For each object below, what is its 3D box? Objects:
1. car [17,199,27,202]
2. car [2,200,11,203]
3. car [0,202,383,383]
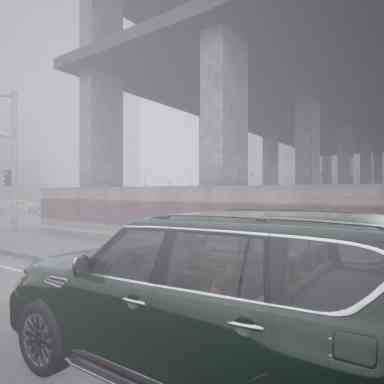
[{"bbox_3d":[-14.274,1.547,33.391,2.128,1.511,4.902,0,0,36],"label":"car"},{"bbox_3d":[-18.323,1.533,33.742,1.882,1.535,5.008,0,0,36],"label":"car"},{"bbox_3d":[0.147,1.221,3.878,5.566,2.045,2.150,0,0,35],"label":"car"}]
